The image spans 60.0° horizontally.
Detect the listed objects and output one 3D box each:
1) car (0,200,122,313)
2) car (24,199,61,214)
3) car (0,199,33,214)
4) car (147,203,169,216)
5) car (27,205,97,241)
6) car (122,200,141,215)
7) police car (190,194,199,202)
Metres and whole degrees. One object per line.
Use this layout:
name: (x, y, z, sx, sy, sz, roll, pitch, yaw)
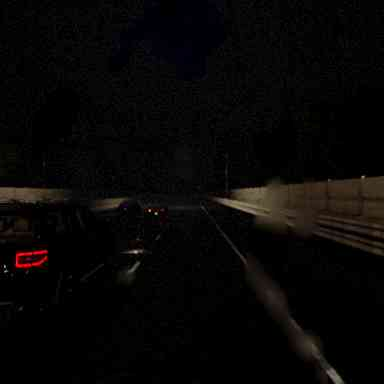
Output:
car: (-3.398, 1.261, 7.868, 2.150, 2.045, 5.566, 0, 0, 0)
car: (-17.573, 1.685, 39.353, 2.128, 1.511, 4.902, 0, 0, 0)
car: (-21.072, 1.684, 39.308, 2.128, 1.511, 4.902, 0, 0, 0)
car: (-3.386, 1.766, 33.784, 1.895, 1.301, 4.718, 0, 0, 0)
car: (-6.892, 1.568, 18.311, 1.882, 1.535, 5.008, 0, 0, 0)
car: (-6.885, 1.658, 36.957, 1.882, 1.535, 5.008, 0, 0, 0)
police car: (1.089, 1.877, 95.194, 1.930, 1.638, 5.238, 0, 0, 0)
